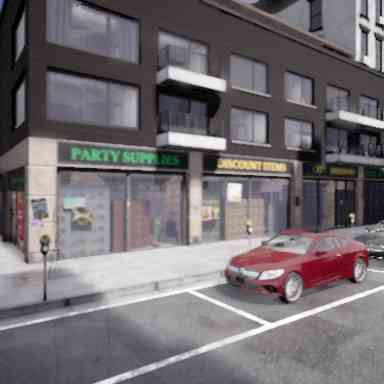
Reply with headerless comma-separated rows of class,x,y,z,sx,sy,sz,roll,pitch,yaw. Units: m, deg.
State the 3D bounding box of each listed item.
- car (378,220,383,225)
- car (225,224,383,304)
car,7.198,1.570,11.323,4.403,1.369,2.008,0,0,-36
car,2.712,1.592,8.122,4.206,1.307,1.802,0,0,-36
